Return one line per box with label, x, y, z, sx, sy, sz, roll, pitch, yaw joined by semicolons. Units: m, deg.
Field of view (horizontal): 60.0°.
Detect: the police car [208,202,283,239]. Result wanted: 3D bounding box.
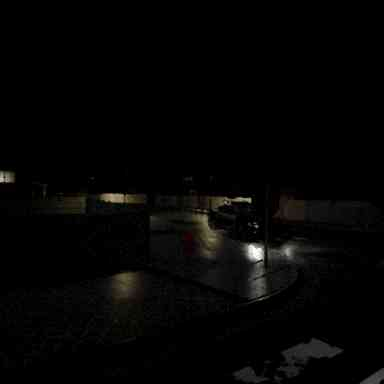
police car;2.575;1.309;16.770;1.930;1.638;5.238;1;0;-22
